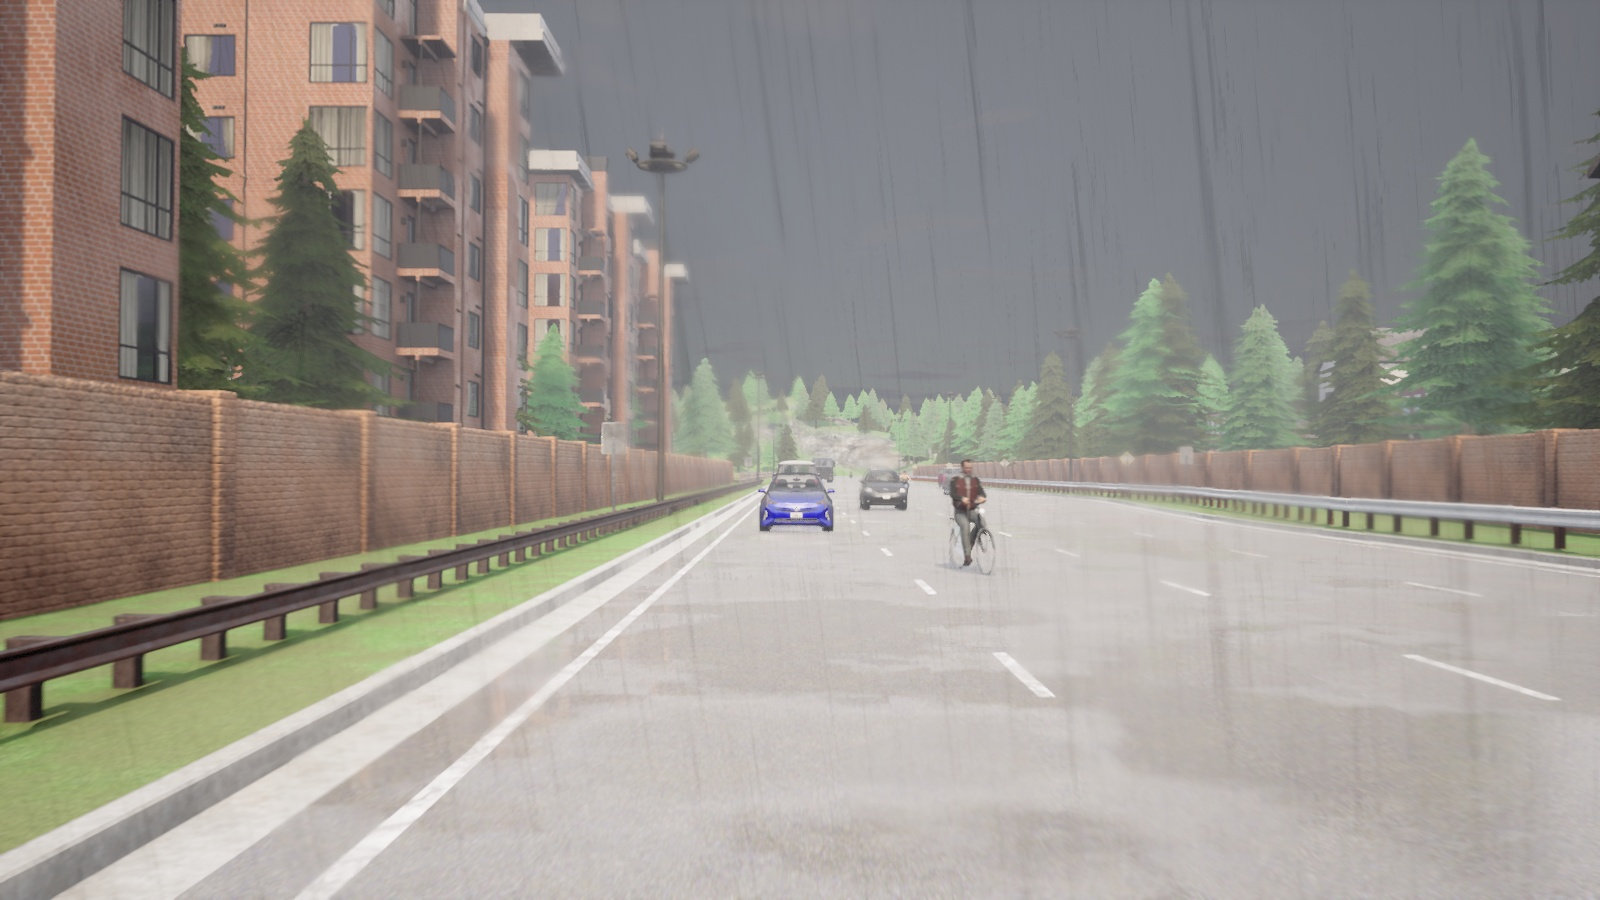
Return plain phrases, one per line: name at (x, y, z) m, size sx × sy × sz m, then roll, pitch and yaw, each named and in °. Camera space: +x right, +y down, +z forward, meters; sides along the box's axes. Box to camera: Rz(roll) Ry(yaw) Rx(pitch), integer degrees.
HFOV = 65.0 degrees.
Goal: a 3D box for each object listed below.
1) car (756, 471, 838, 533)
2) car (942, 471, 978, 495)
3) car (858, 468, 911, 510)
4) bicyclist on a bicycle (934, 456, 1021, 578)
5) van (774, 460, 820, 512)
car at (-0.081, 1.320, 33.377) m, size 2.007 × 1.525 × 4.514 m, roll 0°, pitch -1°, yaw 0°
car at (10.303, 2.110, 81.116) m, size 1.789 × 1.549 × 3.705 m, roll 0°, pitch -1°, yaw 0°
car at (3.377, 1.548, 50.682) m, size 1.851 × 1.617 × 3.988 m, roll 0°, pitch -1°, yaw 0°
bicyclist on a bicycle at (2.689, 0.996, 19.240) m, size 0.659 × 1.776 × 1.843 m, roll 0°, pitch -1°, yaw -14°
van at (-0.124, 1.418, 50.775) m, size 1.775 × 1.987 × 4.442 m, roll 0°, pitch -1°, yaw 0°
